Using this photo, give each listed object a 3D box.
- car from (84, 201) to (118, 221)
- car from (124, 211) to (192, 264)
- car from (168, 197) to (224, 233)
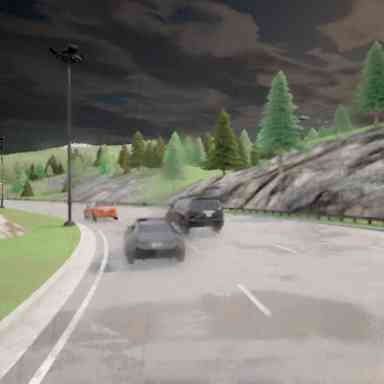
[{"bbox_3d":[-8.184,1.564,29.535,2.097,1.767,4.553,0,0,-29],"label":"car"},{"bbox_3d":[-1.496,1.635,12.373,1.994,1.385,4.181,0,0,-12],"label":"car"},{"bbox_3d":[0.041,1.312,20.011,2.150,2.045,5.566,0,0,-19],"label":"car"}]
